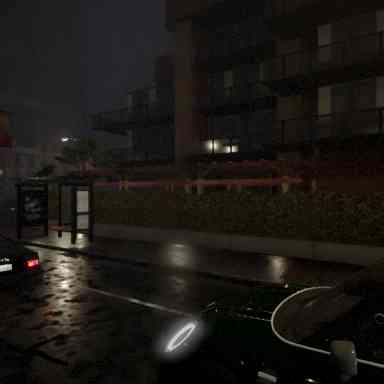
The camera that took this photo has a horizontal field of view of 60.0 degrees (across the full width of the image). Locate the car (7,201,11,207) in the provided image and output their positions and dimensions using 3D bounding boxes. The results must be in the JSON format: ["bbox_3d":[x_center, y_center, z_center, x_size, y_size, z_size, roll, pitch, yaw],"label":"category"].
[{"bbox_3d":[-24.563,1.477,49.090,1.882,1.535,5.008,0,0,35],"label":"car"}]

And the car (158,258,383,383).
[{"bbox_3d":[1.882,1.352,2.662,4.553,1.767,2.097,0,0,35],"label":"car"}]

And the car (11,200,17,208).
[{"bbox_3d":[-22.065,1.505,46.547,1.837,1.490,4.892,0,0,36],"label":"car"}]

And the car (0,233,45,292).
[{"bbox_3d":[-5.735,1.547,8.039,5.357,1.411,2.033,0,0,36],"label":"car"}]
